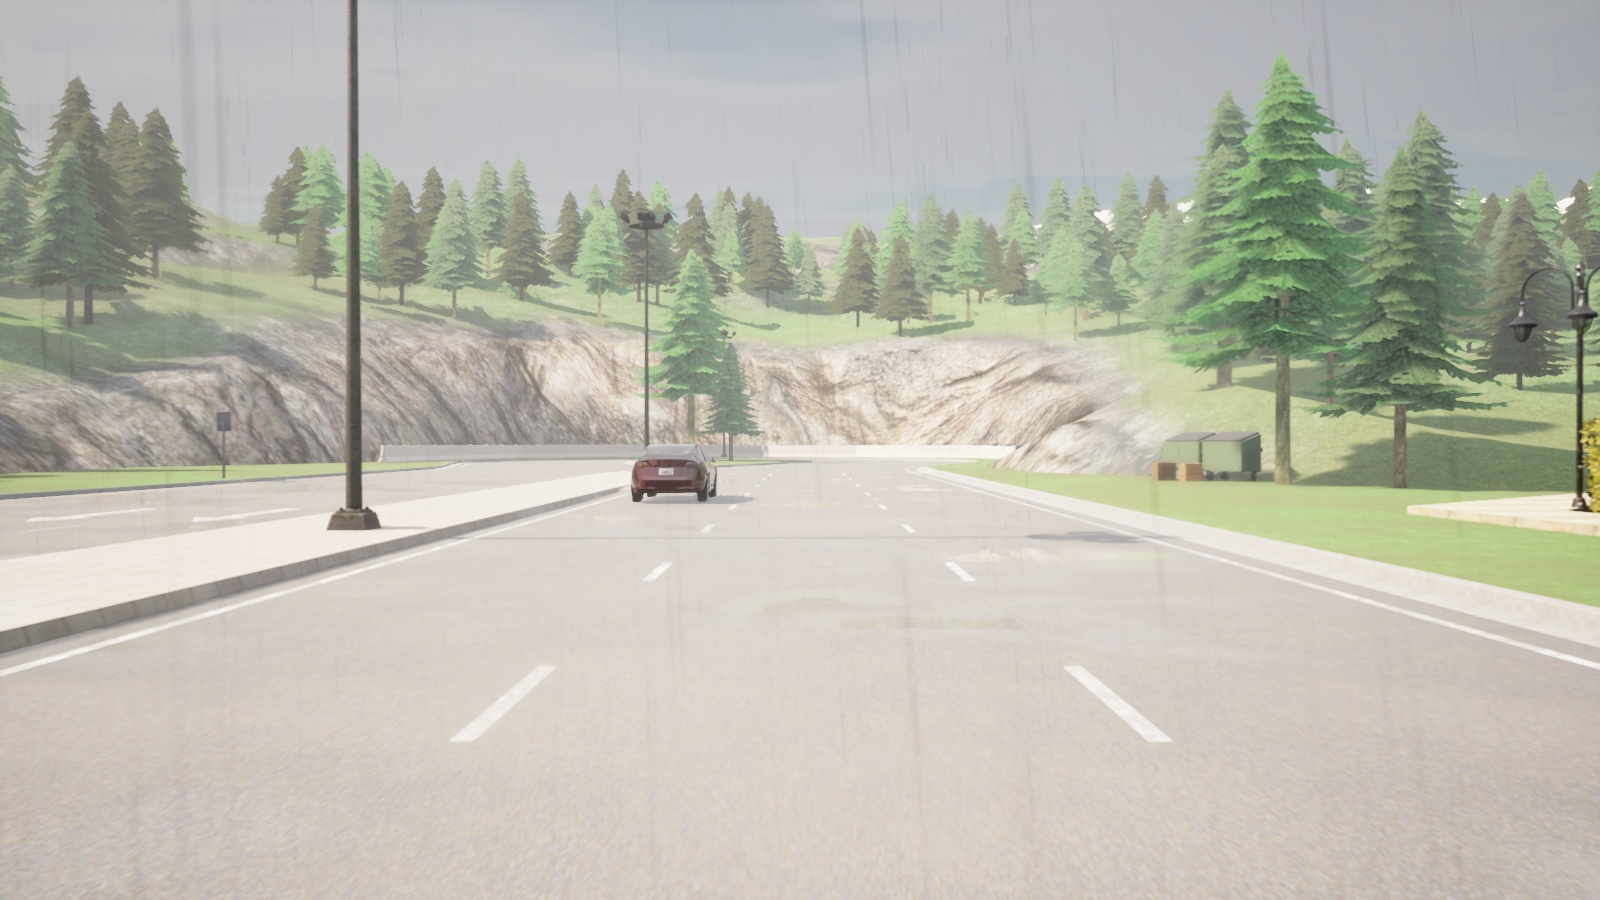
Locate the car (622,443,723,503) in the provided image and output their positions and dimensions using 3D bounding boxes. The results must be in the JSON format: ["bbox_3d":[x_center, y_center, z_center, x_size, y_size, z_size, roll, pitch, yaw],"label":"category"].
[{"bbox_3d":[-3.295,0.556,33.382,2.163,1.488,4.792,0,0,0],"label":"car"}]
